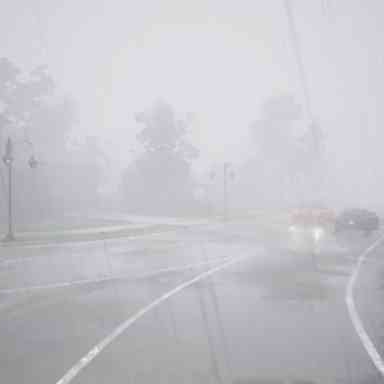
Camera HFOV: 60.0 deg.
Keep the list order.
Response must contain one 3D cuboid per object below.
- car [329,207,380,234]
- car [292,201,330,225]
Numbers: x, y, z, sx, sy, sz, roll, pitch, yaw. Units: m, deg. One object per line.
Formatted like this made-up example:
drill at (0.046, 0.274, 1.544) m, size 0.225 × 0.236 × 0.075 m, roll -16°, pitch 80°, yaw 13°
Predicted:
car at (10.043, 1.675, 20.181) m, size 1.994 × 1.385 × 4.181 m, roll 0°, pitch 0°, yaw 36°
car at (9.231, 1.500, 25.299) m, size 2.097 × 1.767 × 4.553 m, roll 0°, pitch 0°, yaw 36°
